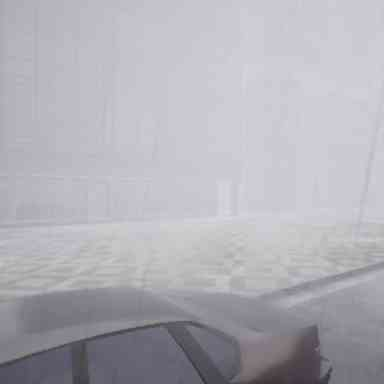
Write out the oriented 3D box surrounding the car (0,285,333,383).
[{"bbox_3d":[-1.157,1.562,2.393,5.357,1.411,2.033,0,0,-37],"label":"car"}]
